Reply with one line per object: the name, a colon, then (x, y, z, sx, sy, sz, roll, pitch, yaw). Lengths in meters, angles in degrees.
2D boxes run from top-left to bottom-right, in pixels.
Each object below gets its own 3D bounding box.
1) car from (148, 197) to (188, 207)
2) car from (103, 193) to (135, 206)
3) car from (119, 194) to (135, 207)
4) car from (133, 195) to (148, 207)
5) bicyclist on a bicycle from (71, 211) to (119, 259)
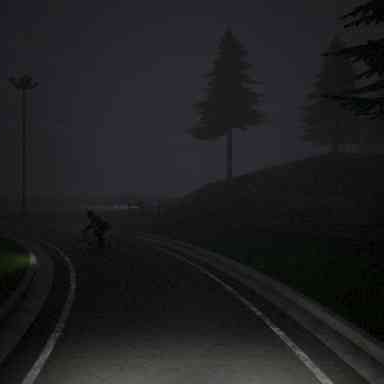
car: (-3.388, 1.499, 47.272, 4.892, 1.490, 1.837, 0, 0, -44)
car: (-11.544, 1.213, 53.992, 5.566, 2.045, 2.150, 0, 0, -44)
car: (-8.476, 1.519, 52.086, 4.674, 1.442, 1.812, 0, 0, -44)
car: (-5.842, 1.499, 49.766, 4.892, 1.490, 1.837, 0, 0, -44)
bicyclist on a bicycle: (-3.293, 1.450, 11.344, 1.656, 1.620, 0.582, -2, 1, -29)
